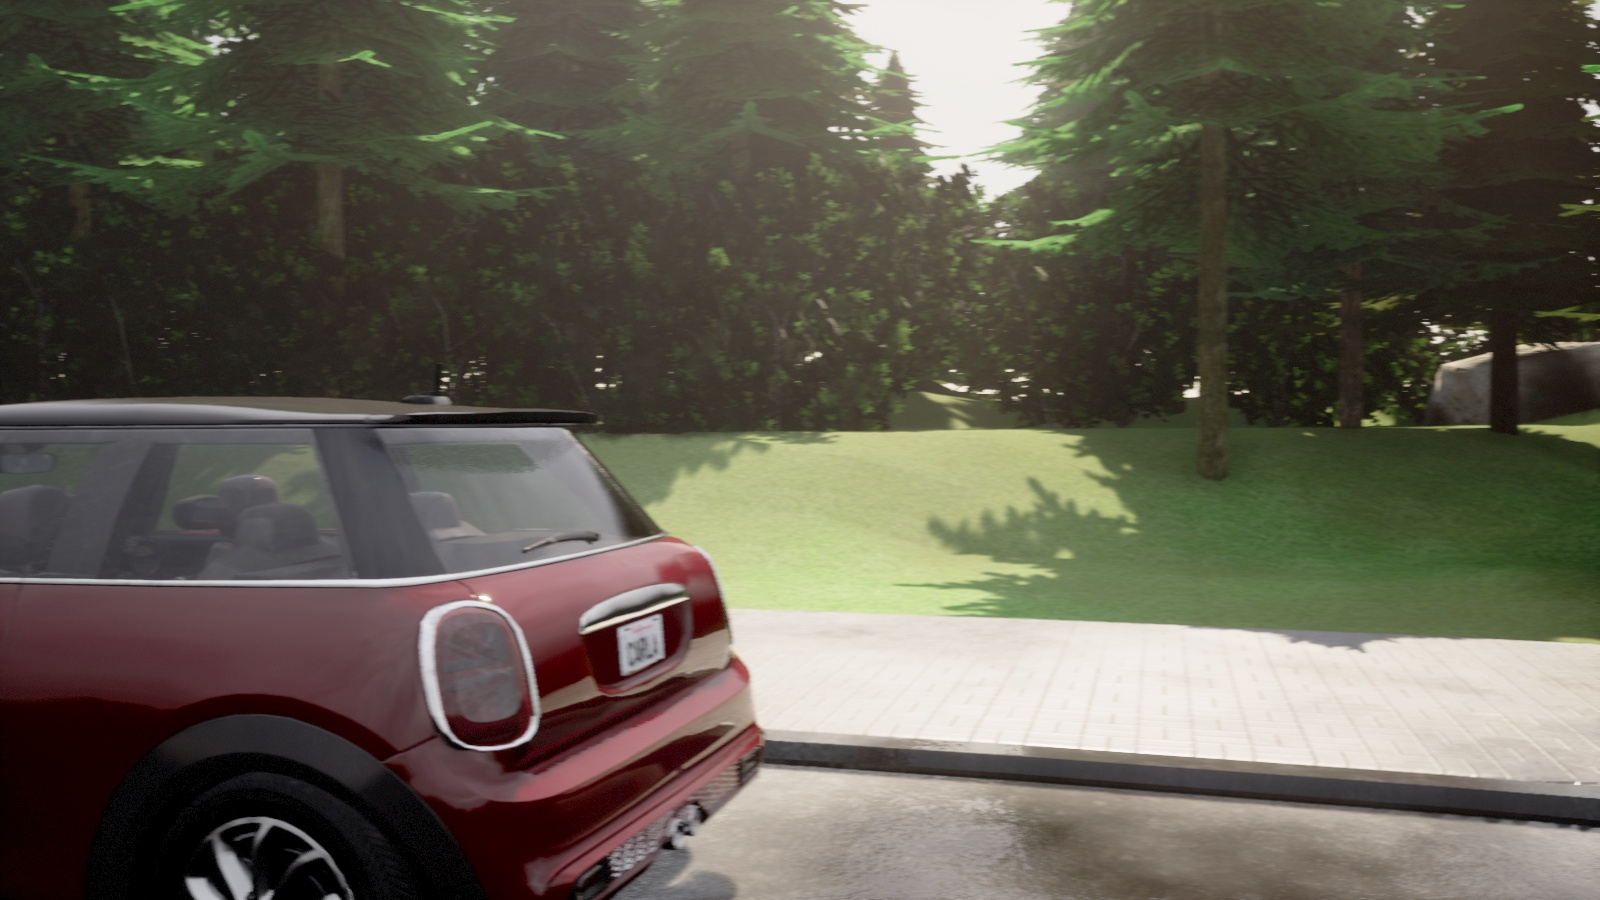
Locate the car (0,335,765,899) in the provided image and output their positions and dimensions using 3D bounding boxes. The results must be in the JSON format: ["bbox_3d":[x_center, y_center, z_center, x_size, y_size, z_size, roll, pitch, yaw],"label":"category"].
[{"bbox_3d":[-2.623,0.592,4.484,4.553,1.767,2.097,0,1,18],"label":"car"}]
